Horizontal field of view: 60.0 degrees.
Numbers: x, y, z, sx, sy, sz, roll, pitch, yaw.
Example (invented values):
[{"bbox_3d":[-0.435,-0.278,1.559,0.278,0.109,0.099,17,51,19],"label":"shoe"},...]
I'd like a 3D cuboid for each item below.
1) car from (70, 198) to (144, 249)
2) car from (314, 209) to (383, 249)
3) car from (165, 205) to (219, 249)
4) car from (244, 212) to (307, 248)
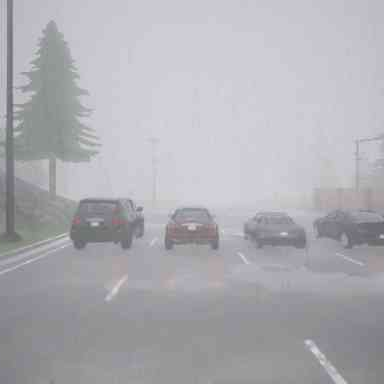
[{"bbox_3d":[-3.500,1.255,14.683,2.150,2.045,5.566,0,0,0],"label":"car"},{"bbox_3d":[7.000,1.482,14.653,1.882,1.535,5.008,0,0,0],"label":"car"},{"bbox_3d":[0.000,1.363,14.623,2.097,1.767,4.553,0,0,0],"label":"car"},{"bbox_3d":[3.500,1.570,14.653,1.994,1.385,4.181,0,0,0],"label":"car"}]
